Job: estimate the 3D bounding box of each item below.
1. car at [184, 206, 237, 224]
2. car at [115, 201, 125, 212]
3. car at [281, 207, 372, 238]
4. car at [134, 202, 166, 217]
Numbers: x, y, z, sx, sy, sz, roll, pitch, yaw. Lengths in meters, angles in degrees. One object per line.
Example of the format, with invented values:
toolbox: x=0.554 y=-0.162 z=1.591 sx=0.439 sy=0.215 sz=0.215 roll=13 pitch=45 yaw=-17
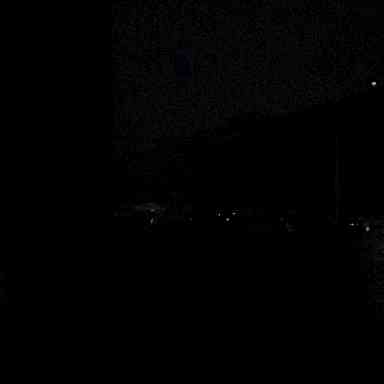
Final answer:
car: x=1.374 y=1.768 z=26.626 sx=1.895 sy=1.301 sz=4.718 roll=-2 pitch=0 yaw=-35
car: x=-10.380 y=1.920 z=43.197 sx=1.812 sy=1.442 sz=4.674 roll=-2 pitch=0 yaw=-35
car: x=7.230 y=1.584 z=18.415 sx=2.128 sy=1.511 sz=4.902 roll=-2 pitch=1 yaw=-35
car: x=-4.509 y=1.797 z=34.895 sx=1.812 sy=1.442 sz=4.674 roll=-2 pitch=0 yaw=-35
